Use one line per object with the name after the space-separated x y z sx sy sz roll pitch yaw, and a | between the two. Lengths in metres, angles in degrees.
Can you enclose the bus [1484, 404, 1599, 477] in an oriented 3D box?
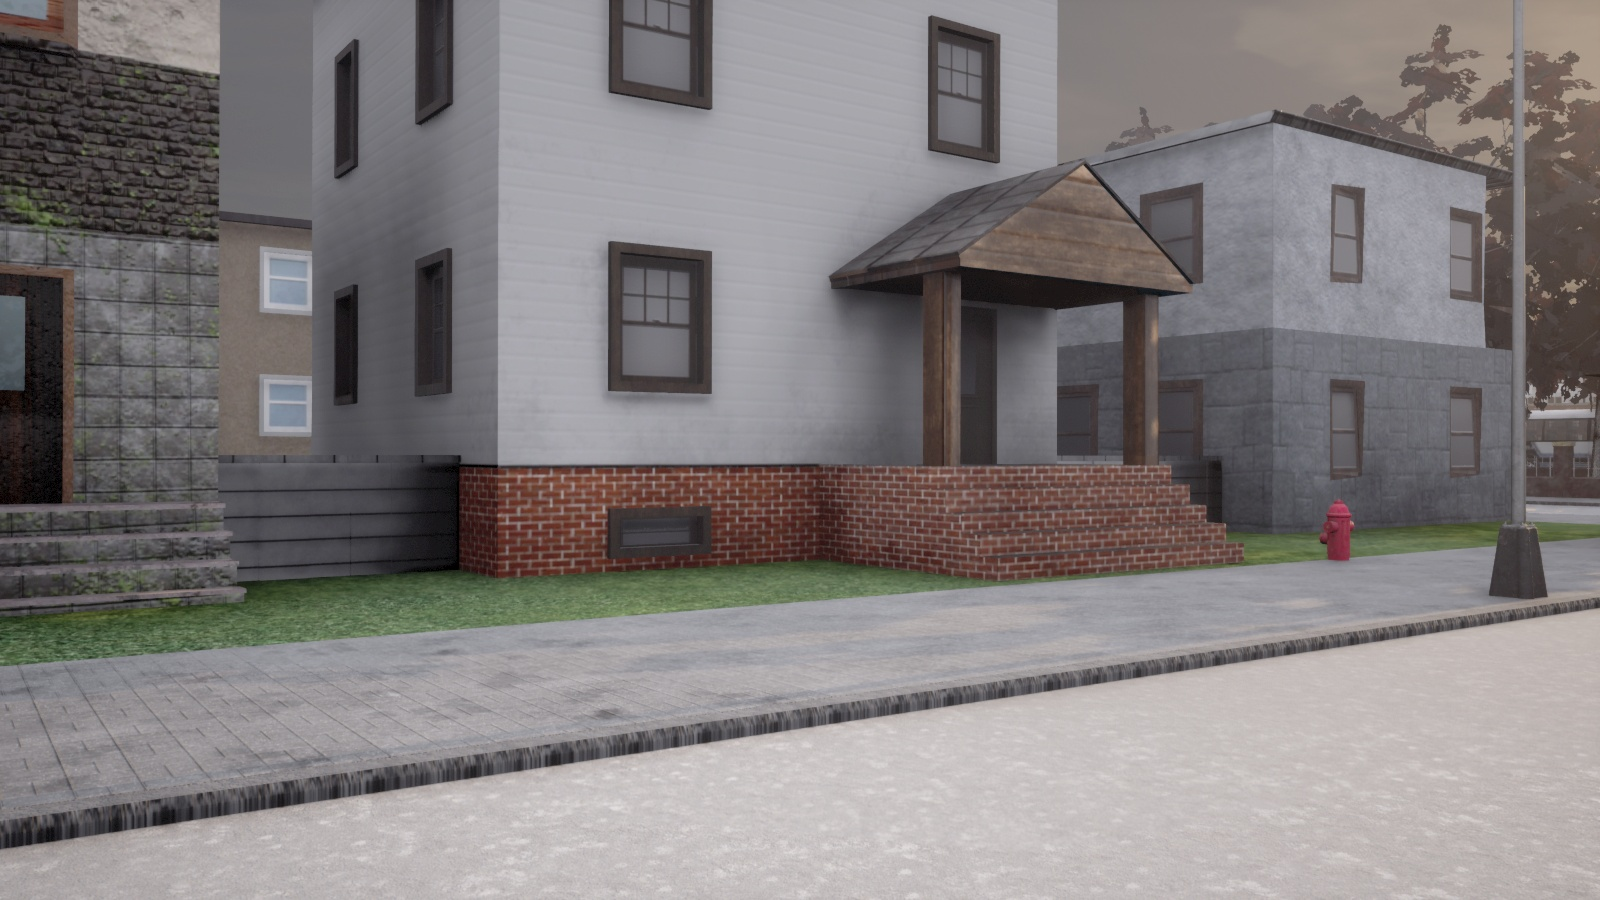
47.707 -0.547 76.169 3.944 4.253 10.273 0 0 -34 | bus
